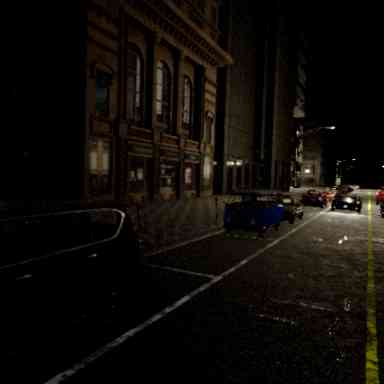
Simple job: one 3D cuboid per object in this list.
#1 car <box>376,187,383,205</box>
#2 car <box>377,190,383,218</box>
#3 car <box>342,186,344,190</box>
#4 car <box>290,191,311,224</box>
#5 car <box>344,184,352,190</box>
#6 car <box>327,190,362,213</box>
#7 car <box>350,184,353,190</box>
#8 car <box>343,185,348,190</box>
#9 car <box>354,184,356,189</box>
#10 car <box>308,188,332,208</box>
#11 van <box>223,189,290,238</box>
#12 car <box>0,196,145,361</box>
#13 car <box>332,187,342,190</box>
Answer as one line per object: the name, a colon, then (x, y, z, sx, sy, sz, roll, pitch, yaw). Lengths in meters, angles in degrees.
car: (20.460, 0.575, 34.915, 1.882, 1.535, 5.008, 3, 3, 28)
car: (13.610, 0.920, 22.042, 1.882, 1.535, 5.008, 3, 2, 28)
car: (18.485, 0.243, 43.586, 1.802, 1.307, 4.206, 3, 3, 28)
car: (5.234, 0.851, 18.724, 1.752, 1.417, 4.829, 3, 3, 28)
car: (26.389, -0.181, 58.410, 2.008, 1.369, 4.403, 3, 3, 28)
car: (11.953, 0.801, 25.607, 1.994, 1.385, 4.181, 3, 3, 28)
car: (28.945, -0.333, 63.201, 1.752, 1.417, 4.829, 3, 3, 28)
car: (21.120, 0.096, 48.527, 1.947, 1.339, 4.313, 3, 3, 28)
car: (34.301, -0.808, 73.226, 2.192, 1.841, 5.009, 3, 3, 28)
car: (10.586, 0.498, 28.755, 1.967, 1.590, 4.097, 3, 3, 28)
van: (2.686, 0.796, 13.924, 1.690, 1.788, 3.998, 3, 3, 28)
car: (-2.582, 1.038, 4.040, 2.192, 1.841, 5.009, 3, 3, 28)
car: (15.855, 0.234, 38.638, 1.967, 1.590, 4.097, 3, 3, 28)
